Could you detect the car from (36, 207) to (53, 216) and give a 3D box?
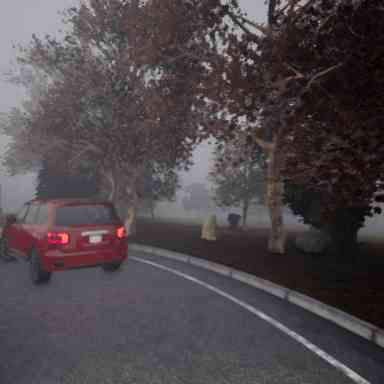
[{"bbox_3d":[-29.940,3.979,67.490,2.128,1.511,4.902,0,-4,-12],"label":"car"}]

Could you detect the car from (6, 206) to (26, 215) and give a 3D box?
[{"bbox_3d":[-32.196,3.496,61.020,1.882,1.535,5.008,0,-4,-12],"label":"car"}]

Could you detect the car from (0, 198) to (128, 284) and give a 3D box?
[{"bbox_3d":[-3.966,1.201,9.872,2.150,2.045,5.566,-1,0,-40],"label":"car"}]
